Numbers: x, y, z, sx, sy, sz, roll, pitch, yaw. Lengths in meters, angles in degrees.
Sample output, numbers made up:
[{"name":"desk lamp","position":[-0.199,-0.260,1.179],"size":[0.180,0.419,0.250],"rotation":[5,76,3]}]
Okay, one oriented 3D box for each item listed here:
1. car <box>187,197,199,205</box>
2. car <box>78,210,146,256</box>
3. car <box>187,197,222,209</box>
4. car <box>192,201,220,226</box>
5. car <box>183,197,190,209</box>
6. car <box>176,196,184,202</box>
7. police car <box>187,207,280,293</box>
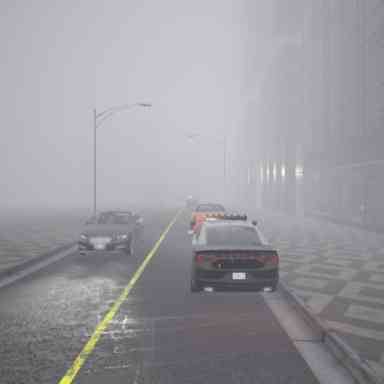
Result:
[{"name":"car","position":[0.130,1.600,60.389],"size":[2.128,1.511,4.902],"rotation":[0,0,0]},{"name":"car","position":[-2.974,1.495,13.185],"size":[2.128,1.511,4.902],"rotation":[0,0,0]},{"name":"car","position":[0.938,1.361,18.898],"size":[2.097,1.767,4.553],"rotation":[0,0,0]},{"name":"car","position":[0.952,1.496,24.928],"size":[1.882,1.535,5.008],"rotation":[0,0,0]},{"name":"car","position":[0.112,1.667,46.531],"size":[1.895,1.301,4.718],"rotation":[0,0,1]},{"name":"car","position":[-2.826,1.721,79.861],"size":[2.033,1.411,5.357],"rotation":[0,0,0]},{"name":"police car","position":[0.917,1.427,9.037],"size":[1.930,1.638,5.238],"rotation":[0,0,0]}]
